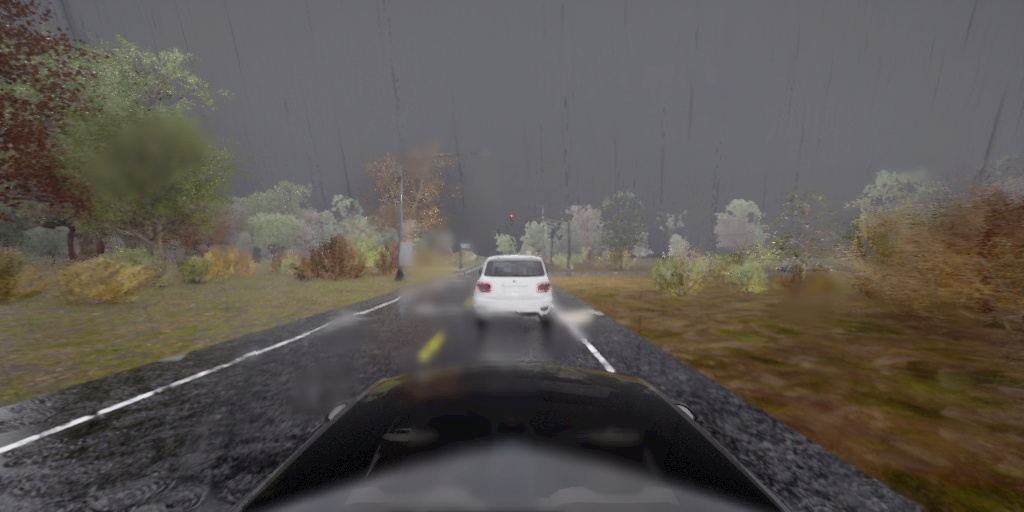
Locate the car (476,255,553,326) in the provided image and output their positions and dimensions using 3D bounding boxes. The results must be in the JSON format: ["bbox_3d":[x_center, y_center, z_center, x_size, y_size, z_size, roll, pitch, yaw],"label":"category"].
[{"bbox_3d":[0.060,0.991,11.876,2.150,2.045,5.566,0,0,0],"label":"car"}]

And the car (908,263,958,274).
[{"bbox_3d":[48.184,1.352,40.943,4.902,1.511,2.128,0,0,5],"label":"car"}]

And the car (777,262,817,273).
[{"bbox_3d":[35.665,1.421,44.820,4.181,1.385,1.994,0,0,3],"label":"car"}]
